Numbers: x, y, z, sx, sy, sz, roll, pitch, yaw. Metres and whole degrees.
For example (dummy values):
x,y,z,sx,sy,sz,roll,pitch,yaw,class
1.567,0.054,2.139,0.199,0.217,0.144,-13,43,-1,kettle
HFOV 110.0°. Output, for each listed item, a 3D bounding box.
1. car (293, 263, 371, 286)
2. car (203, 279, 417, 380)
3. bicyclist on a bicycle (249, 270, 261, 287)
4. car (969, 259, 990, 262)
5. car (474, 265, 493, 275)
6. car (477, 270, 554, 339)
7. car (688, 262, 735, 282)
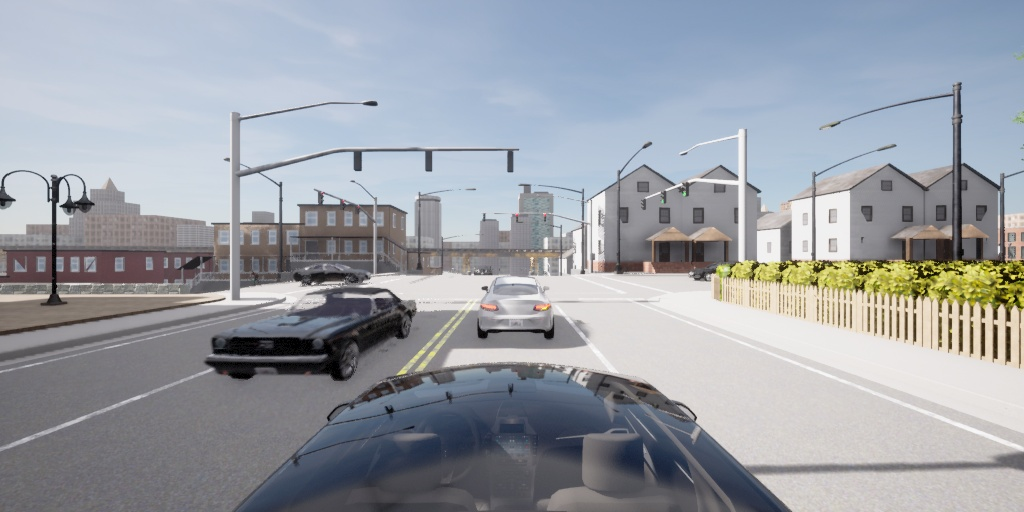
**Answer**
x,y,z,sx,sy,sz,roll,pitch,yaw,class
-12.444,1.240,24.914,4.902,1.511,2.128,-2,0,-4,car
-3.497,1.351,7.361,1.895,1.301,4.718,0,0,1,car
-25.569,2.214,35.577,0.582,1.620,1.656,-8,0,0,bicyclist on a bicycle
36.927,1.102,29.026,4.553,1.767,2.097,0,0,-1,car
-3.521,2.162,45.241,2.150,2.045,5.566,0,-9,0,car
0.101,1.276,10.000,1.812,1.442,4.674,0,0,0,car
16.794,1.255,28.810,4.892,1.490,1.837,0,0,-1,car
